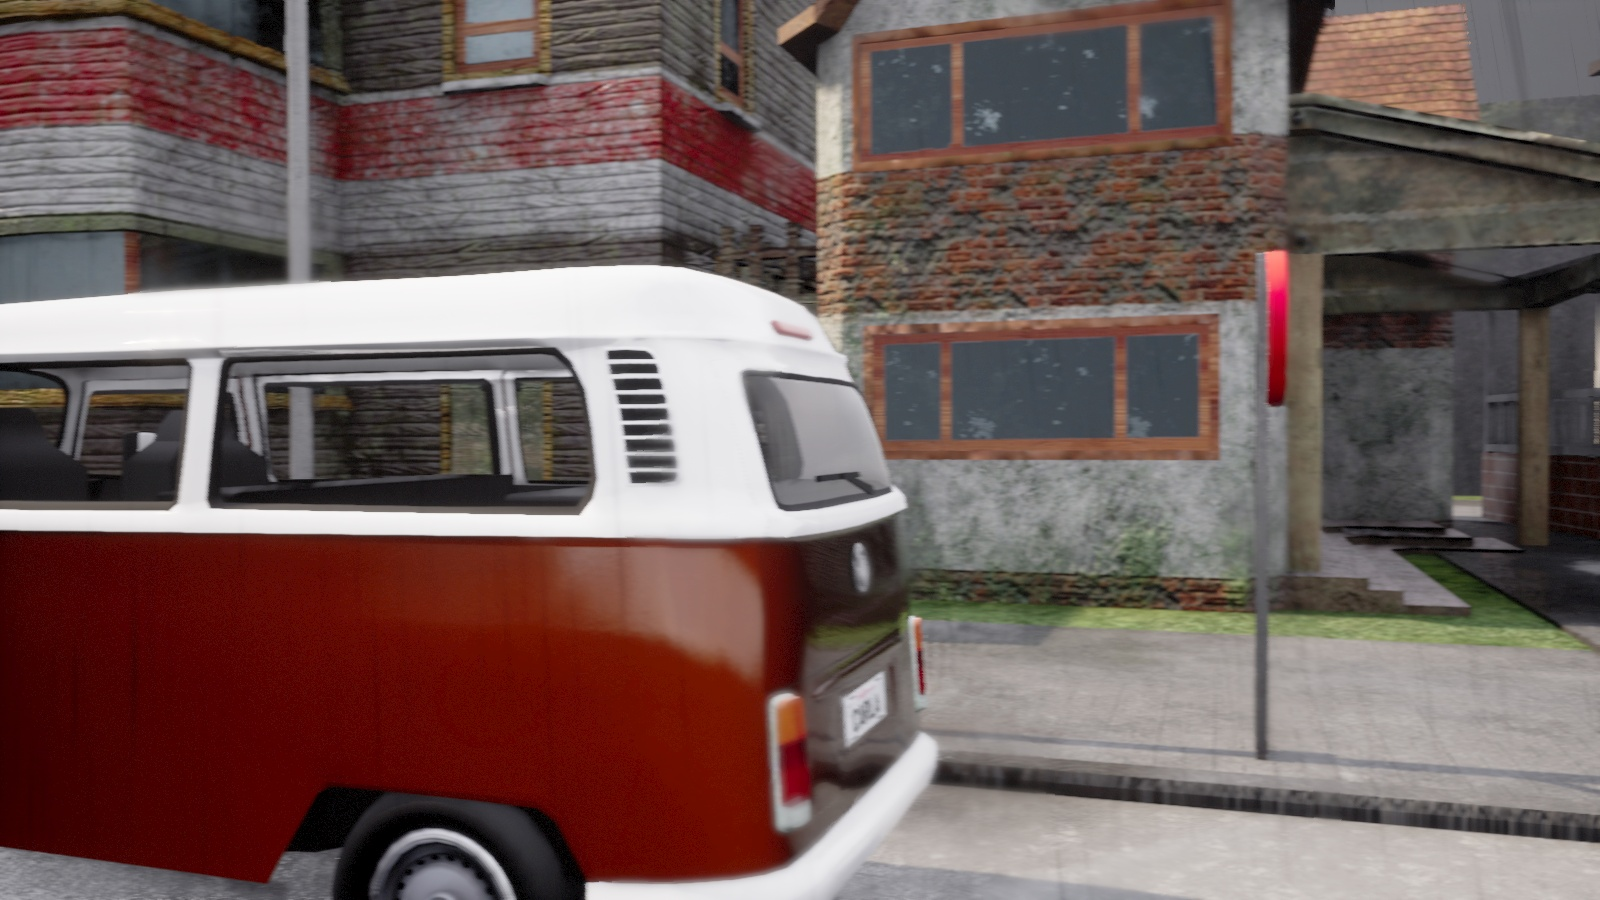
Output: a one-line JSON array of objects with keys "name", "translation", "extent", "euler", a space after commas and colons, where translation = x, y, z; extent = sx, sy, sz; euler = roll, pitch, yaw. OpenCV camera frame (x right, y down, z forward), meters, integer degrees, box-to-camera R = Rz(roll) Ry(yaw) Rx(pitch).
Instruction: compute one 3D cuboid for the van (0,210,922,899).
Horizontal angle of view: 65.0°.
[{"name": "van", "translation": [-2.004, 0.472, 4.392], "extent": [4.480, 2.038, 2.069], "euler": [1, 1, 19]}]
